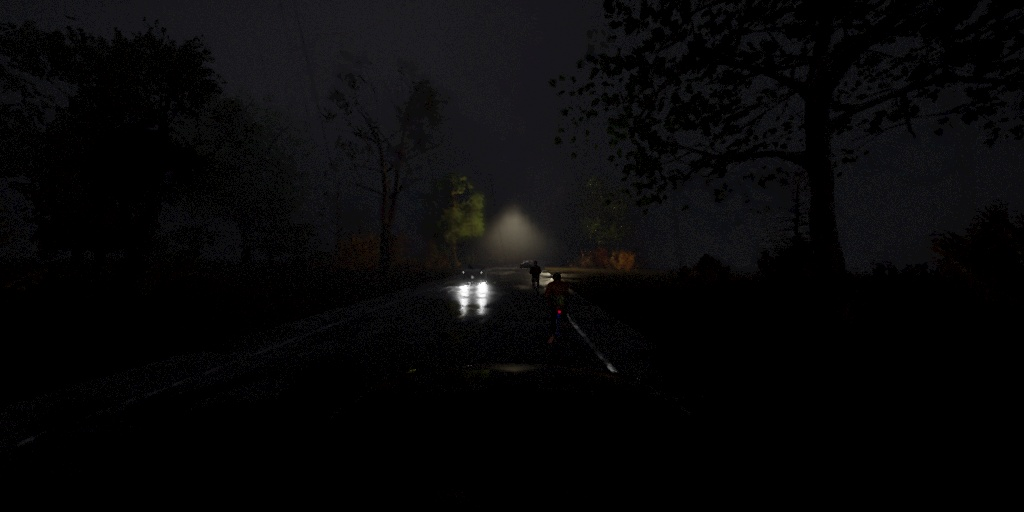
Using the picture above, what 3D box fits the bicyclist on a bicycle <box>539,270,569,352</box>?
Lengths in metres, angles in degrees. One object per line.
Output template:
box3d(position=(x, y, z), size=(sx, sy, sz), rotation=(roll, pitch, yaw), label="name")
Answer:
box3d(position=(1.015, 1.203, 7.965), size=(0.582, 1.620, 1.656), rotation=(0, 0, 1), label="bicyclist on a bicycle")

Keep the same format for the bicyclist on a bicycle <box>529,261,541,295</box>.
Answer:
box3d(position=(1.186, 1.127, 18.096), size=(0.659, 1.776, 1.843), rotation=(0, 0, 1), label="bicyclist on a bicycle")

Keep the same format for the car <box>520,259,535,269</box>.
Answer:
box3d(position=(2.443, 1.429, 60.670), size=(1.994, 1.385, 4.181), rotation=(0, -1, 4), label="car")

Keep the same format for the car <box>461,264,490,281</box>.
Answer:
box3d(position=(-3.010, 1.366, 30.283), size=(1.895, 1.301, 4.718), rotation=(0, 0, 2), label="car")
